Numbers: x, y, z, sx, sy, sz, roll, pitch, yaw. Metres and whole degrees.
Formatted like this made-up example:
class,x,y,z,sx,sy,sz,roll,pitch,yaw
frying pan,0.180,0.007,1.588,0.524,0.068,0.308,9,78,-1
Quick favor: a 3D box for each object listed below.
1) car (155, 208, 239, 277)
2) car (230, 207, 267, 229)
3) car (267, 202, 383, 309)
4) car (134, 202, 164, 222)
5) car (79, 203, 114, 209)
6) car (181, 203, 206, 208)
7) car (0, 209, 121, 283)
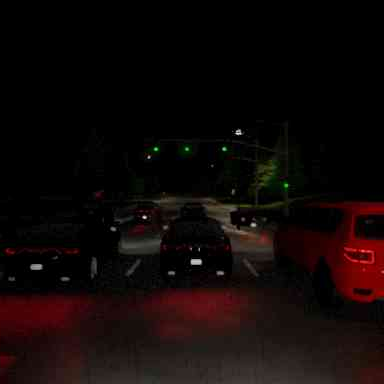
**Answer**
class,x,y,z,sx,sy,sz,roll,pitch,yaw
car,0.098,1.493,10.288,1.882,1.535,5.008,0,0,0
car,3.598,1.633,21.663,1.895,1.301,4.718,0,0,0
car,3.596,1.233,8.020,2.150,2.045,5.566,0,0,0
car,-3.404,1.545,26.303,1.837,1.490,4.892,0,0,0
car,-6.903,1.542,23.988,1.837,1.490,4.892,0,1,0
car,0.095,1.563,25.882,1.812,1.442,4.674,0,0,0
car,-3.401,1.492,9.753,1.882,1.535,5.008,0,0,0
